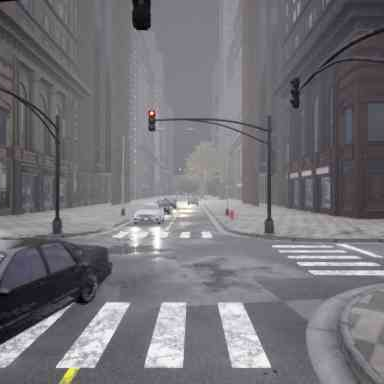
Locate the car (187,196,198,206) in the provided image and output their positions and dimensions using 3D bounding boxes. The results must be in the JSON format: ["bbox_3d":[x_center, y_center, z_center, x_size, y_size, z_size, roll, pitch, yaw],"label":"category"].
[{"bbox_3d":[0.145,1.579,57.230,2.033,1.411,5.357,0,0,0],"label":"car"}]

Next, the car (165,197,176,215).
[{"bbox_3d":[-3.067,1.552,34.914,2.033,1.411,5.357,0,0,0],"label":"car"}]

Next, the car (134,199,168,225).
[{"bbox_3d":[-3.075,1.526,24.504,1.812,1.442,4.674,0,0,0],"label":"car"}]

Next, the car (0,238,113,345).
[{"bbox_3d":[-3.202,1.547,5.595,2.033,1.411,5.357,0,0,12],"label":"car"}]

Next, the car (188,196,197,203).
[{"bbox_3d":[0.169,1.574,69.769,1.812,1.442,4.674,0,0,0],"label":"car"}]
